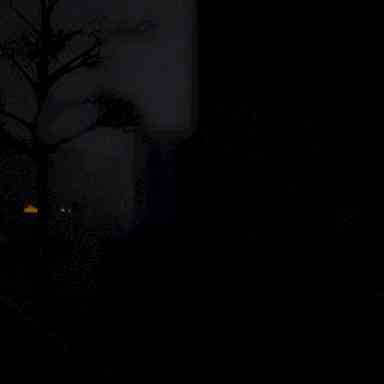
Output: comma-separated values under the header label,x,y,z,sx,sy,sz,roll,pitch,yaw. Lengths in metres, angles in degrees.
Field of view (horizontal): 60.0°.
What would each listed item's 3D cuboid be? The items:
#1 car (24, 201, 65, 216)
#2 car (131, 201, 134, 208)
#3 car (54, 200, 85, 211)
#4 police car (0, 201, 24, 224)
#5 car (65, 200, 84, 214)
label,x,y,z,sx,sy,sz,roll,pitch,yaw
car,-15.533,1.691,34.681,1.882,1.535,5.008,1,-1,3
car,-9.015,2.171,59.322,2.128,1.511,4.902,1,-1,24
car,-17.433,1.879,47.689,1.994,1.385,4.181,1,-1,18
police car,-14.950,1.530,25.480,1.930,1.638,5.238,1,-1,-10
car,-14.854,1.807,40.244,1.837,1.490,4.892,1,-1,11
